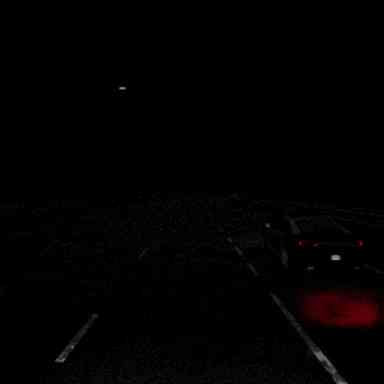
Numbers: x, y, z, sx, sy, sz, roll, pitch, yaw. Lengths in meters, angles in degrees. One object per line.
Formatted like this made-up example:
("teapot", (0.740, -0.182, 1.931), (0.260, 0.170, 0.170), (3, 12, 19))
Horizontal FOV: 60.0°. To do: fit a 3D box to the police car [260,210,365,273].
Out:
("police car", (3.508, 1.405, 10.722), (1.930, 1.638, 5.238), (0, 0, 0))
